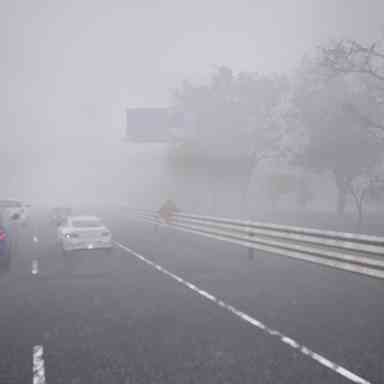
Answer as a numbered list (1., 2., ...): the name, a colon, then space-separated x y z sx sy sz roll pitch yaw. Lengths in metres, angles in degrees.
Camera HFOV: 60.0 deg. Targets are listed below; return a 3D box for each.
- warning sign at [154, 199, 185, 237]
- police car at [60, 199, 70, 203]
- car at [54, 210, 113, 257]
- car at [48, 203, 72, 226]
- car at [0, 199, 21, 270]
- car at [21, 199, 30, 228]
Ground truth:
1. warning sign: -1.196 1.316 17.363 1.300 1.860 1.060 1 -1 -25
2. police car: -31.438 2.415 81.723 1.930 1.638 5.238 0 -1 -20
3. car: -4.512 1.681 13.768 1.812 1.442 4.674 0 0 -25
4. car: -10.132 1.841 25.992 2.033 1.411 5.357 0 -1 -24
5. car: -7.129 1.347 11.073 2.150 2.045 5.566 0 0 -25
6. car: -13.343 1.499 24.605 2.150 2.045 5.566 0 0 -24
